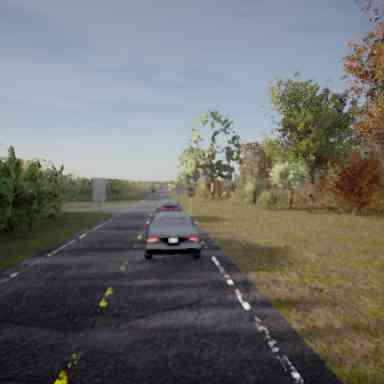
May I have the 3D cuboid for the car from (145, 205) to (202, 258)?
[{"bbox_3d":[-0.718,1.424,12.165,2.033,1.411,5.357,0,1,-4],"label":"car"}]

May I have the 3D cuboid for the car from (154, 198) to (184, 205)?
[{"bbox_3d":[-1.679,1.245,24.600,1.837,1.490,4.892,0,1,-5],"label":"car"}]
